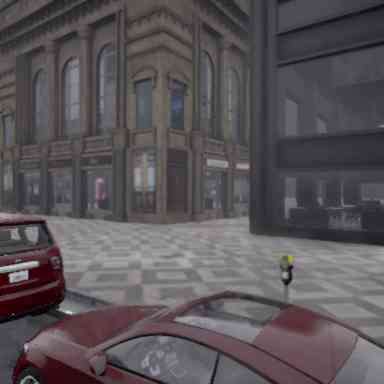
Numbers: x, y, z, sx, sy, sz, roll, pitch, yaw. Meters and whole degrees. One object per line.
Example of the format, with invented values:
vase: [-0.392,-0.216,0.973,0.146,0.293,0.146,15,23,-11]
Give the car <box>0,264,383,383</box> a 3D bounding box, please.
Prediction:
car: [0.167,1.571,2.846,4.206,1.307,1.802,1,0,36]

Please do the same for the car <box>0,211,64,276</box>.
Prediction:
car: [-4.395,1.263,6.105,5.009,1.841,2.192,1,0,36]
